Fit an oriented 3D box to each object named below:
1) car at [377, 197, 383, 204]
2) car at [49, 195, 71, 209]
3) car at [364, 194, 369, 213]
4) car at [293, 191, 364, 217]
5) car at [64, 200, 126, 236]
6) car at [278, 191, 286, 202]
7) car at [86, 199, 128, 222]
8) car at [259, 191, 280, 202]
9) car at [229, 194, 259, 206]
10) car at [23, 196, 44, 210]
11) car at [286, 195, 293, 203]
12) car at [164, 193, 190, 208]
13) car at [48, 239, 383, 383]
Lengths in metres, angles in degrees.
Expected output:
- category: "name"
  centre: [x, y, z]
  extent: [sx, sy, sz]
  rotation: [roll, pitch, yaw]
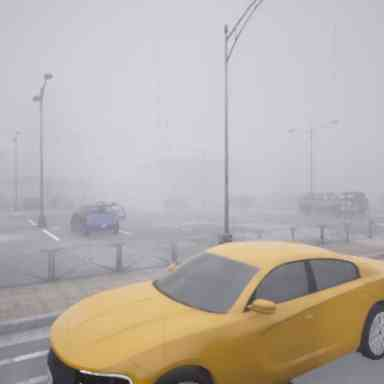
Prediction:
- category: "car"
  centre: [28.656, 1.014, 46.866]
  extent: [2.007, 1.523, 4.514]
  rotation: [0, 0, -32]
- category: "car"
  centre: [-16.115, 1.239, 40.868]
  extent: [2.152, 1.636, 5.027]
  rotation: [0, 0, -32]
- category: "car"
  centre: [13.075, 0.926, 28.567]
  extent: [1.905, 1.878, 3.866]
  rotation: [0, 0, -32]
- category: "car"
  centre: [10.820, 0.963, 26.688]
  extent: [1.932, 1.855, 4.605]
  rotation: [0, 0, -32]
- category: "car"
  centre: [-5.058, 1.338, 17.035]
  extent: [1.845, 1.501, 3.633]
  rotation: [0, 0, -32]
- category: "car"
  centre: [16.145, 0.785, 60.152]
  extent: [1.905, 1.878, 3.866]
  rotation: [0, 0, -32]
- category: "car"
  centre: [-6.425, 1.322, 24.914]
  extent: [1.970, 1.475, 3.806]
  rotation: [0, 0, -32]
- category: "car"
  centre: [12.997, 1.086, 58.924]
  extent: [1.970, 1.475, 3.806]
  rotation: [0, 0, -32]
- category: "car"
  centre: [6.518, 1.101, 45.787]
  extent: [2.007, 1.523, 4.514]
  rotation: [0, 0, -32]
- category: "car"
  centre: [-18.756, 1.265, 39.174]
  extent: [2.007, 1.523, 4.514]
  rotation: [0, 0, -32]
- category: "car"
  centre: [17.487, 0.835, 51.731]
  extent: [1.932, 1.855, 4.605]
  rotation: [0, 0, -32]
- category: "car"
  centre: [-2.004, 1.177, 40.569]
  extent: [1.845, 1.501, 3.633]
  rotation: [0, 0, -32]
- category: "car"
  centre: [0.788, 1.457, 4.443]
  extent: [5.008, 1.535, 1.882]
  rotation: [0, 0, -32]
